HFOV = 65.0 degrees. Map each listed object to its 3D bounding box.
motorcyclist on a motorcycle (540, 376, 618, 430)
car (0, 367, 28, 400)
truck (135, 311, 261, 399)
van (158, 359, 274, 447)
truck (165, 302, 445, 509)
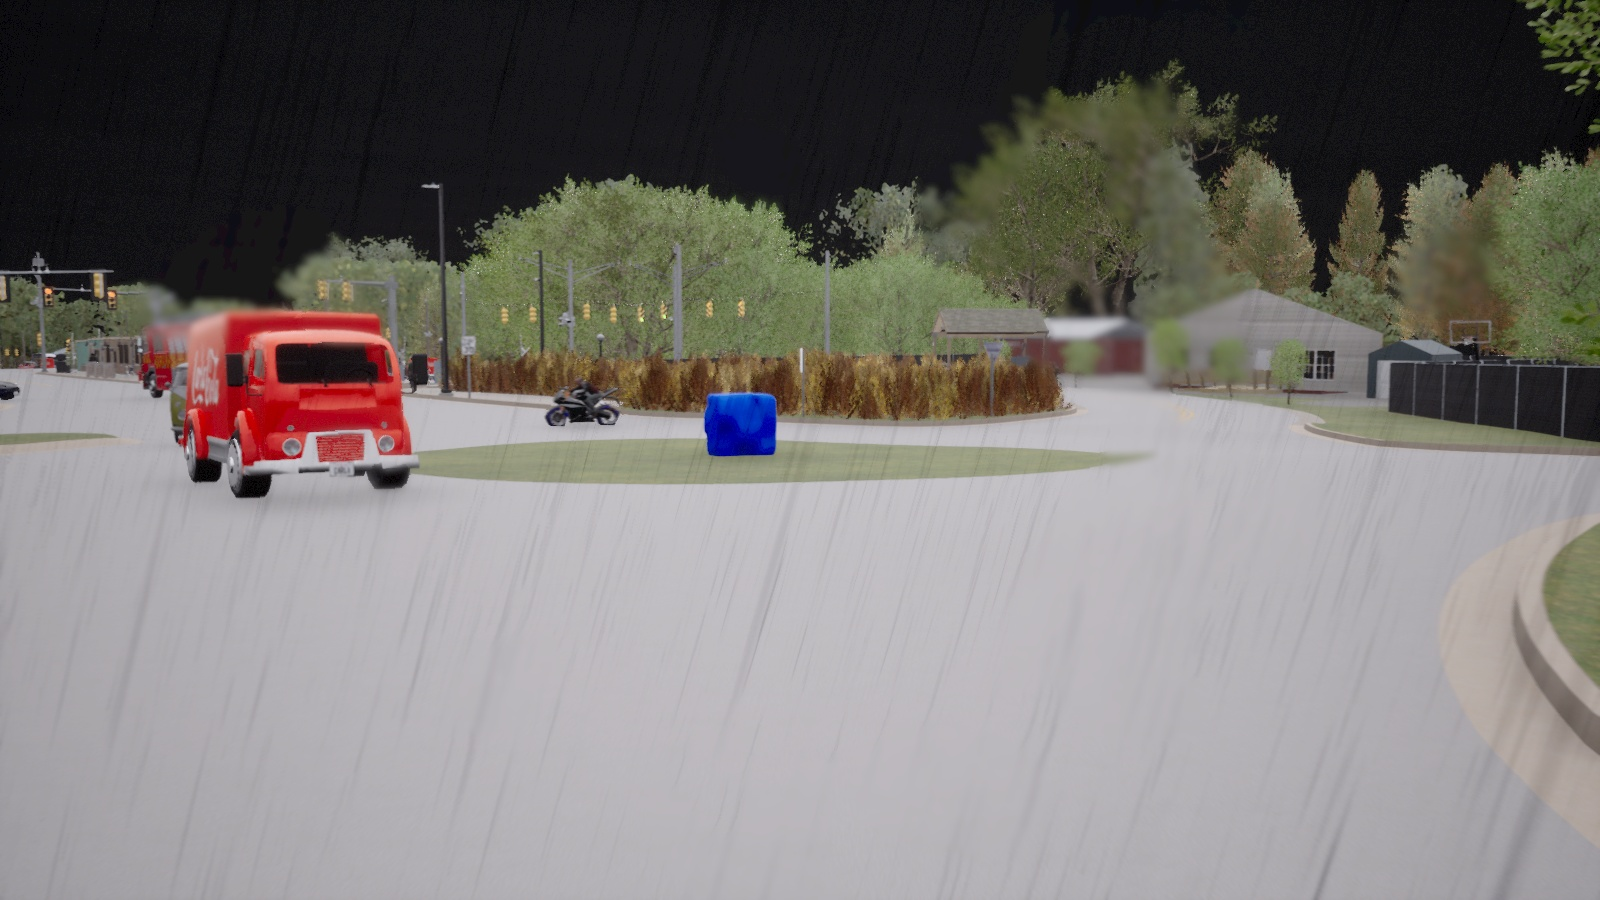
[{"bbox_3d":[-6.643,-1.428,37.767,2.191,1.530,0.866,-2,6,-23],"label":"motorcyclist on a motorcycle"},{"bbox_3d":[-39.806,-3.096,59.685,4.792,1.488,2.163,-2,5,-5],"label":"car"},{"bbox_3d":[-28.215,-4.406,58.635,2.891,3.827,8.468,-5,6,-41],"label":"truck"},{"bbox_3d":[-14.078,-1.214,30.531,1.775,1.987,4.442,-1,4,-15],"label":"van"},{"bbox_3d":[-7.184,-0.714,17.842,2.627,2.467,5.204,-3,4,-33],"label":"truck"}]
